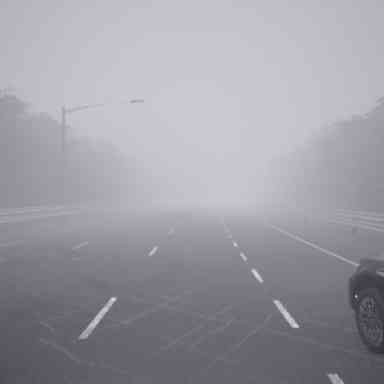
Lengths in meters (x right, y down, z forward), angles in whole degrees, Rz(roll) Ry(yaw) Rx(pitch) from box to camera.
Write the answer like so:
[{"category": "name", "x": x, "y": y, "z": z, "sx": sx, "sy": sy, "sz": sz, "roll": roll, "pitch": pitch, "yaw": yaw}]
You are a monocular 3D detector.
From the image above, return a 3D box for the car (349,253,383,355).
[{"category": "car", "x": 3.607, "y": 1.263, "z": 3.045, "sx": 2.150, "sy": 2.045, "sz": 5.566, "roll": 0, "pitch": 0, "yaw": 0}]
